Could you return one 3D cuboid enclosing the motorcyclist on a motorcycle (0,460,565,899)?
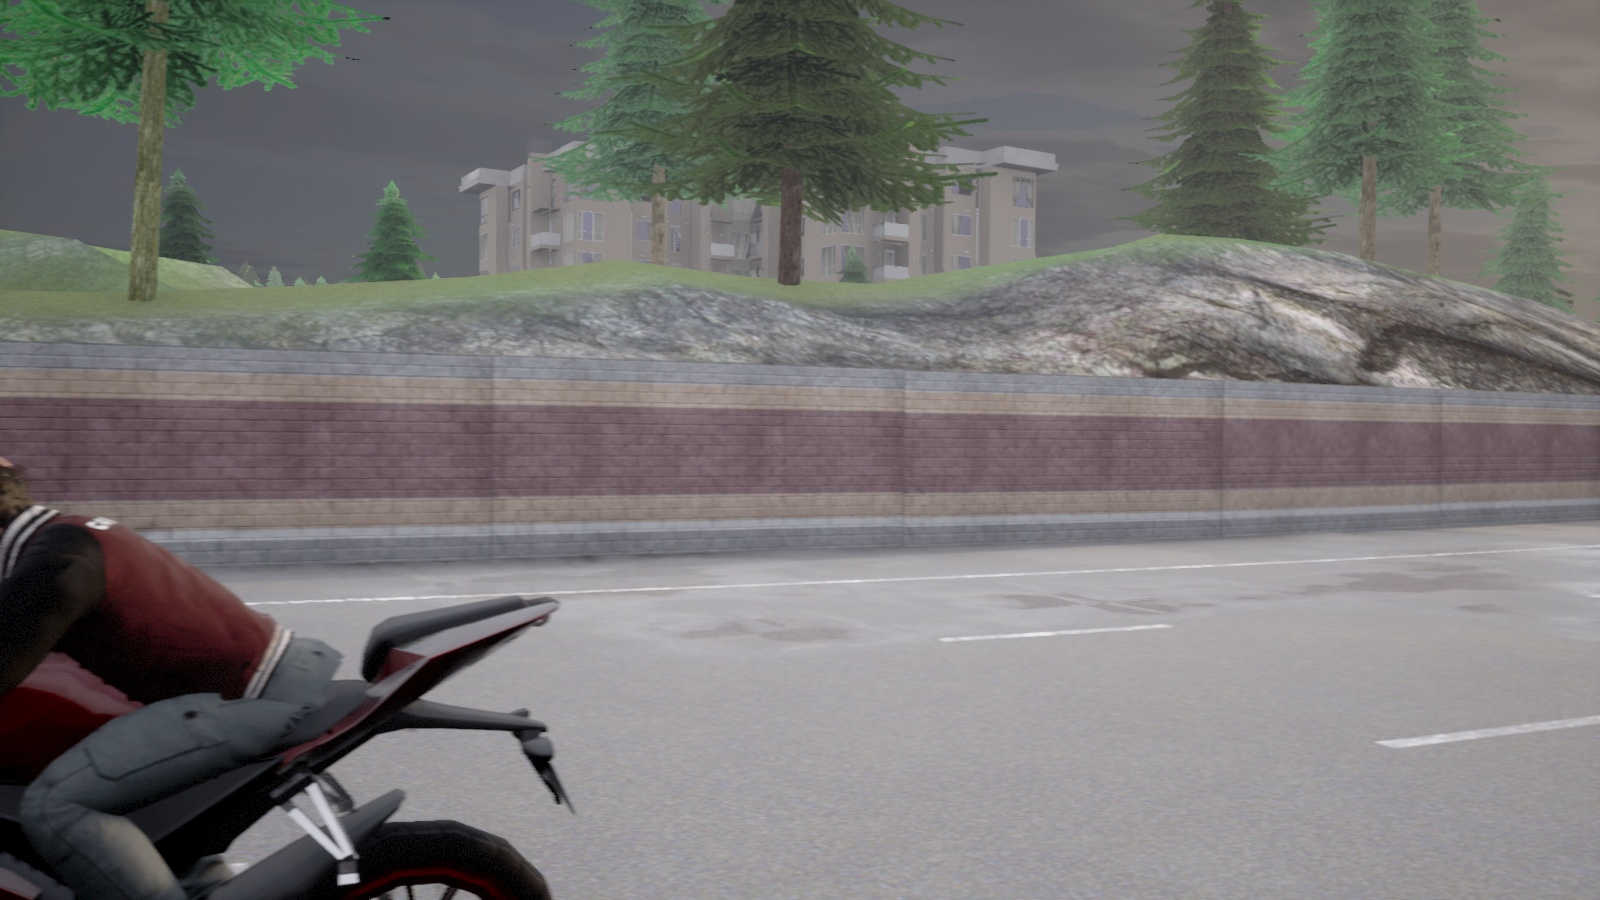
[{"bbox_3d":[-1.649,0.810,2.533,2.191,1.530,0.866,-1,0,-20],"label":"motorcyclist on a motorcycle"}]
